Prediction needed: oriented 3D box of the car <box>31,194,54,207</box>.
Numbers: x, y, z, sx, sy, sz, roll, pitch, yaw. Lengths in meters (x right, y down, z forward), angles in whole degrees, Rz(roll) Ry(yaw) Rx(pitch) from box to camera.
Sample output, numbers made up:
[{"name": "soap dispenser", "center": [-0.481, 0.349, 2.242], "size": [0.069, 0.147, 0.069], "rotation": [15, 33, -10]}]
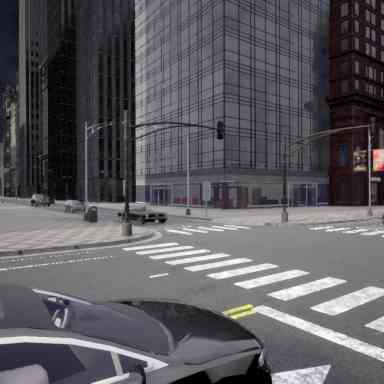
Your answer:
[{"name": "car", "center": [-24.480, 1.338, 53.716], "size": [2.150, 2.045, 5.566], "rotation": [0, 0, -35]}]

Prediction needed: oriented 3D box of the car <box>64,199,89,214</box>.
[{"name": "car", "center": [-12.992, 1.586, 37.356], "size": [1.837, 1.490, 4.892], "rotation": [0, 0, -35]}]

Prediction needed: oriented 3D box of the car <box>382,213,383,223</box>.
[{"name": "car", "center": [14.773, 1.357, 22.374], "size": [4.553, 1.767, 2.097], "rotation": [0, 0, -36]}]

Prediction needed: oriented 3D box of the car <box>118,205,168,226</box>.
[{"name": "car", "center": [-3.646, 1.645, 24.189], "size": [1.895, 1.301, 4.718], "rotation": [0, 0, -36]}]

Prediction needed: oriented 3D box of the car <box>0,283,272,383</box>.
[{"name": "car", "center": [-1.475, 1.491, 2.386], "size": [4.902, 1.511, 2.128], "rotation": [0, 0, -36]}]
